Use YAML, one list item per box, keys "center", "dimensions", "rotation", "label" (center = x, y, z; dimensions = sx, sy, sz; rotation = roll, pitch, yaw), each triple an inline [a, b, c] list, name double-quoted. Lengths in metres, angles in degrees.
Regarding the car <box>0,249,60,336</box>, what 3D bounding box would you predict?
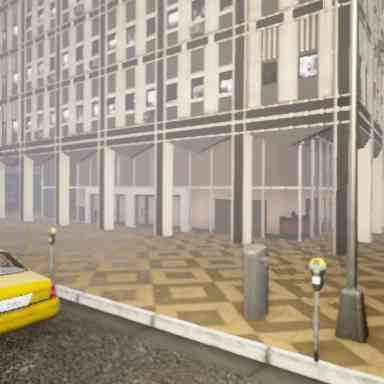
- center: [-4.338, 1.496, 5.961]
  dimensions: [4.829, 1.417, 1.752]
  rotation: [0, 0, 35]
  label: "car"
